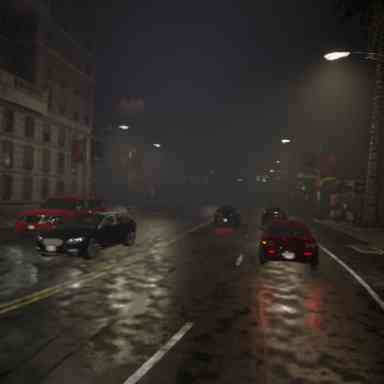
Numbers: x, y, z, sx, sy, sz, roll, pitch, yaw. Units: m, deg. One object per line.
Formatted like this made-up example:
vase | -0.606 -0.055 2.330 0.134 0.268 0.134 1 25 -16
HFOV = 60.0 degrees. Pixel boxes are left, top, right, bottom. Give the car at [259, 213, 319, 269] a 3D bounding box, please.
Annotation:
car | 3.409 1.721 11.974 1.812 1.442 4.674 1 0 14

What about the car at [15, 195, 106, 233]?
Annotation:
car | -6.232 1.196 16.814 2.150 2.045 5.566 2 -1 12

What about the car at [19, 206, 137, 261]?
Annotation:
car | -3.702 1.495 12.548 2.128 1.511 4.902 1 -1 14

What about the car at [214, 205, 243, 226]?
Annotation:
car | 2.884 1.804 26.332 1.837 1.490 4.892 1 -1 11

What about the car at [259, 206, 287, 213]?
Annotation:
car | 6.425 1.901 26.234 1.837 1.490 4.892 1 -1 11
